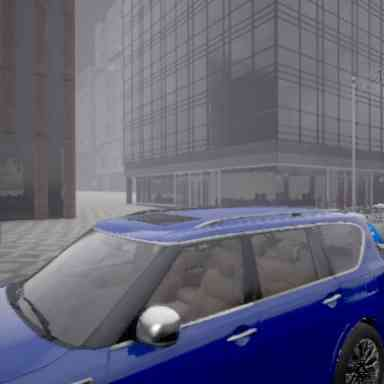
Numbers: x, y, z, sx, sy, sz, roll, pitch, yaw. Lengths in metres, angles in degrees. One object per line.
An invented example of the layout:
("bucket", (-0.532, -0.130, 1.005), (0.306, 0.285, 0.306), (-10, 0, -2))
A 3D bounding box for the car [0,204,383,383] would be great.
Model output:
("car", (-0.155, 1.215, 3.267), (5.566, 2.045, 2.150), (0, 0, -35))

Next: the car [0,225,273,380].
("car", (-0.845, 1.515, 6.045), (4.829, 1.417, 1.752), (0, 0, -35))
